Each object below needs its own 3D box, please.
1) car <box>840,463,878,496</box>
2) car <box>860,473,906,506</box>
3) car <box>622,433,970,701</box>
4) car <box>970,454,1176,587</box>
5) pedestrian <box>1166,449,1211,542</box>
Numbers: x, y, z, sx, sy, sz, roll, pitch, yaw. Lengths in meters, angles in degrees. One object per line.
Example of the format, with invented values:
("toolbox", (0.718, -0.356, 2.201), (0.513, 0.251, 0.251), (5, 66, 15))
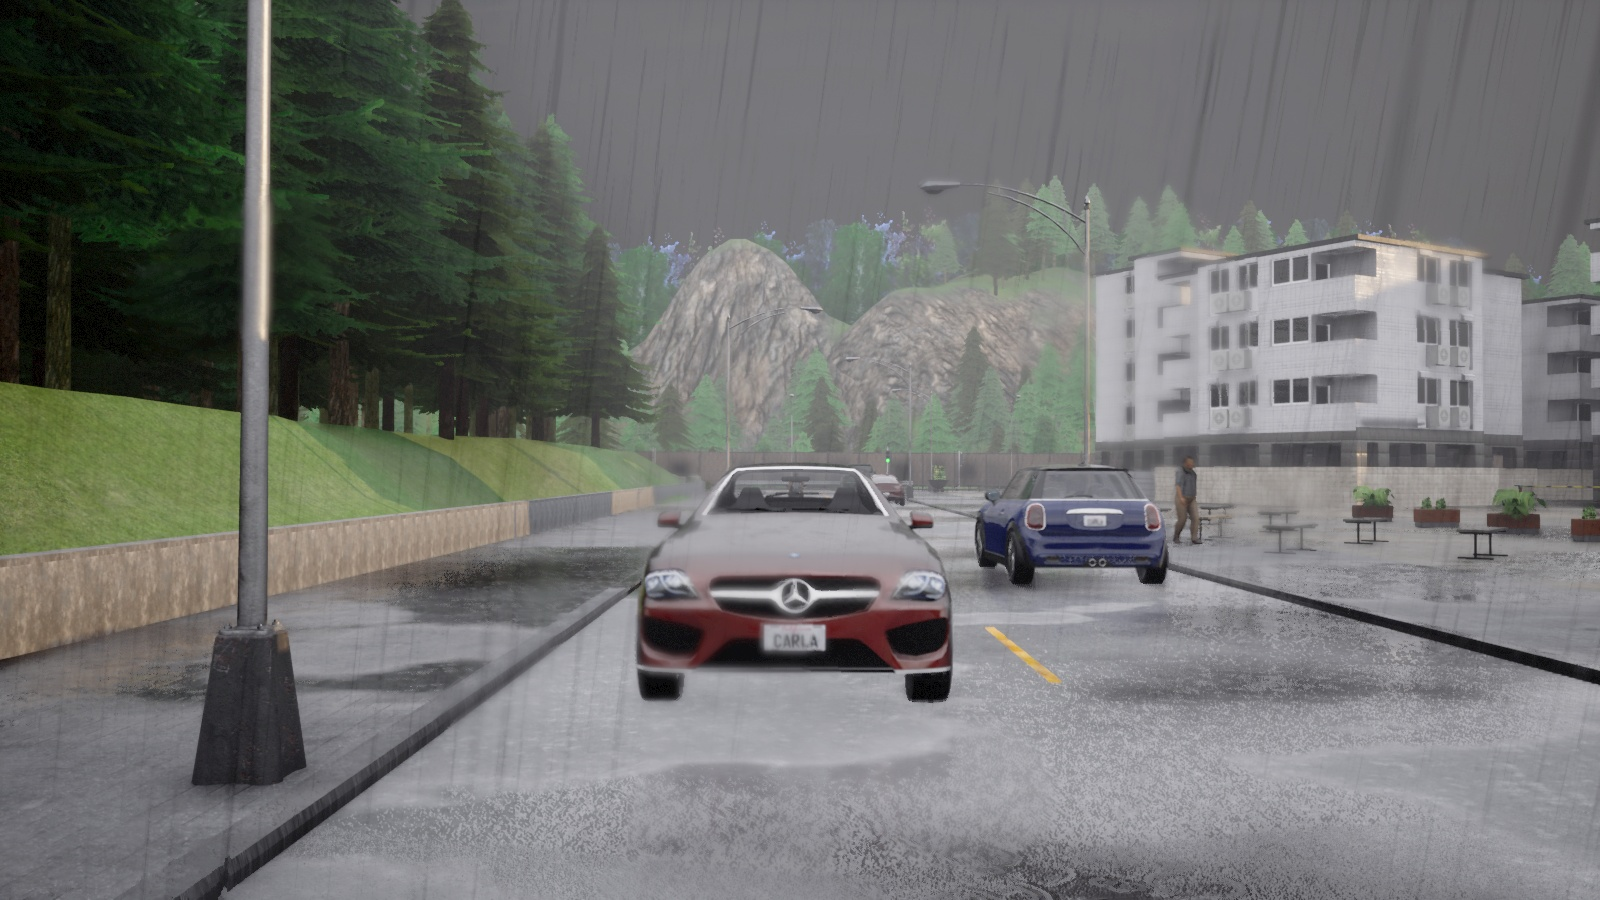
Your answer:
("car", (3.769, 1.880, 81.276), (2.150, 2.045, 5.566), (0, -1, 0))
("car", (3.834, 1.804, 58.425), (1.812, 1.442, 4.674), (0, -1, 0))
("car", (-0.032, 0.766, 10.305), (2.152, 1.651, 5.027), (0, -1, 0))
("car", (3.945, 0.976, 19.011), (2.097, 1.767, 4.553), (0, -1, 0))
("pedestrian", (7.868, 0.919, 25.419), (0.540, 1.848, 0.694), (0, -1, -21))
